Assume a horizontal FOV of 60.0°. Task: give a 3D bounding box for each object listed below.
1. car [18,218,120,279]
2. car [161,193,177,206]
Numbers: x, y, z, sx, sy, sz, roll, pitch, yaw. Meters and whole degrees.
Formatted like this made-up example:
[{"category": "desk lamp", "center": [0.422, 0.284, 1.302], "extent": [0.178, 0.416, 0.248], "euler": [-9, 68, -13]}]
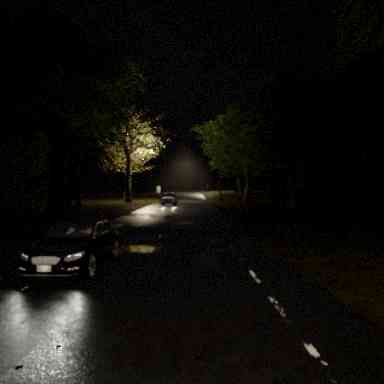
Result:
[{"category": "car", "center": [-3.593, 1.619, 10.526], "extent": [2.128, 1.511, 4.902], "euler": [0, -1, 0]}, {"category": "car", "center": [-3.562, 1.119, 51.593], "extent": [2.150, 2.045, 5.566], "euler": [0, 1, 0]}]
